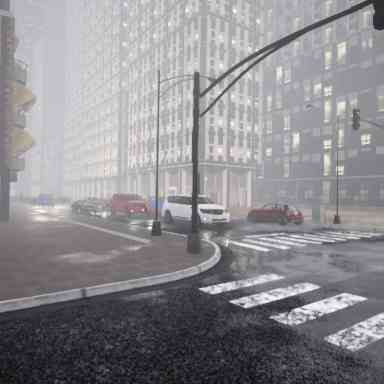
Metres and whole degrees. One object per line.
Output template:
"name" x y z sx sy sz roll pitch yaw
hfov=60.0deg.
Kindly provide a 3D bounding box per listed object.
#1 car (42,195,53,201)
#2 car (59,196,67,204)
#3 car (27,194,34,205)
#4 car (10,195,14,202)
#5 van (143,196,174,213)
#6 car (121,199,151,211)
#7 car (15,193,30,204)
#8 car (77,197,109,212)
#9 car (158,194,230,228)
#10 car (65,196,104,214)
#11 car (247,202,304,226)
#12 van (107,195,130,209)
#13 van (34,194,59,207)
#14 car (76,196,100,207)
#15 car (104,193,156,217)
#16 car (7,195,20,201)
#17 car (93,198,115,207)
"car" -36.435 1.567 83.957 1.802 1.307 4.206 1 -1 -35
"car" -23.996 1.430 61.815 1.882 1.535 5.008 1 -1 -35
"car" -23.759 1.430 51.428 1.802 1.307 4.206 1 -1 -35
"car" -36.775 1.395 69.897 1.947 1.339 4.313 1 -1 -35
"van" -3.889 1.378 37.790 1.690 1.788 3.998 1 -1 -35
"car" -7.147 1.581 42.405 2.008 1.369 4.403 1 -1 -35
"car" -30.263 1.153 60.665 2.192 1.841 5.009 1 -1 -35
"car" -11.529 1.410 38.597 2.128 1.511 4.902 1 -1 -35
"car" 0.085 1.167 22.104 2.150 2.045 5.566 1 -1 -35
"car" -10.742 1.425 32.961 2.008 1.369 4.403 1 -1 -35
"car" 5.872 1.501 23.938 1.967 1.590 4.097 1 -1 -35
"van" -10.397 1.364 47.024 1.690 1.788 3.998 1 -1 -35
"van" -20.501 1.195 46.814 1.690 1.788 3.998 1 -1 -35
"car" -15.668 1.456 49.999 2.128 1.511 4.902 1 -1 -35
"car" -5.687 1.153 30.297 2.150 2.045 5.566 1 -1 -35
"car" -40.028 1.376 74.514 2.008 1.369 4.403 1 -1 -35
"car" -13.656 1.583 51.638 1.947 1.339 4.313 1 -1 -35
